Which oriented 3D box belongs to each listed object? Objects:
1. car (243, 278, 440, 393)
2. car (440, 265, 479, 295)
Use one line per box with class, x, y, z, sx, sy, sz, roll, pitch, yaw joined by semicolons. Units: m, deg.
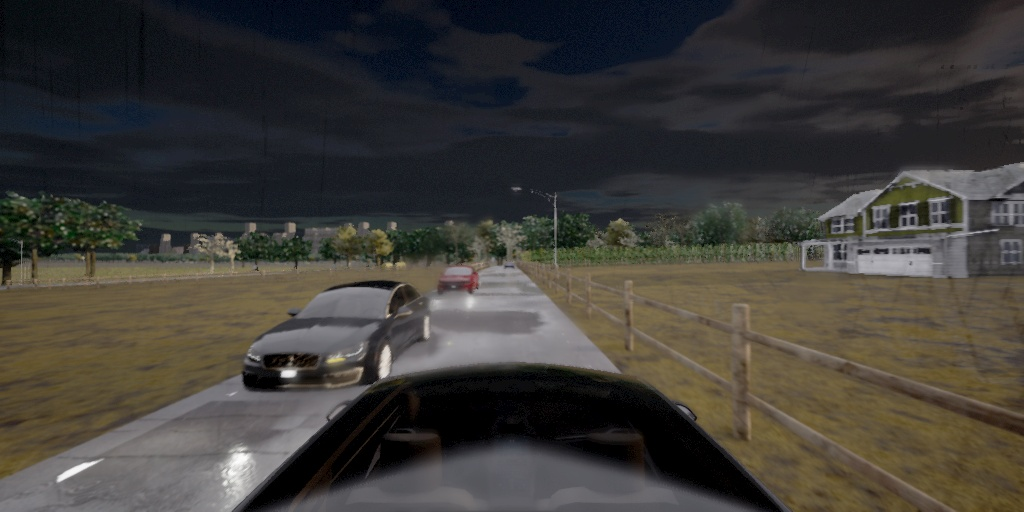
car;-2.875;1.275;7.036;1.837;1.490;4.892;0;0;0
car;-2.967;1.287;20.610;1.882;1.535;5.008;0;0;0
